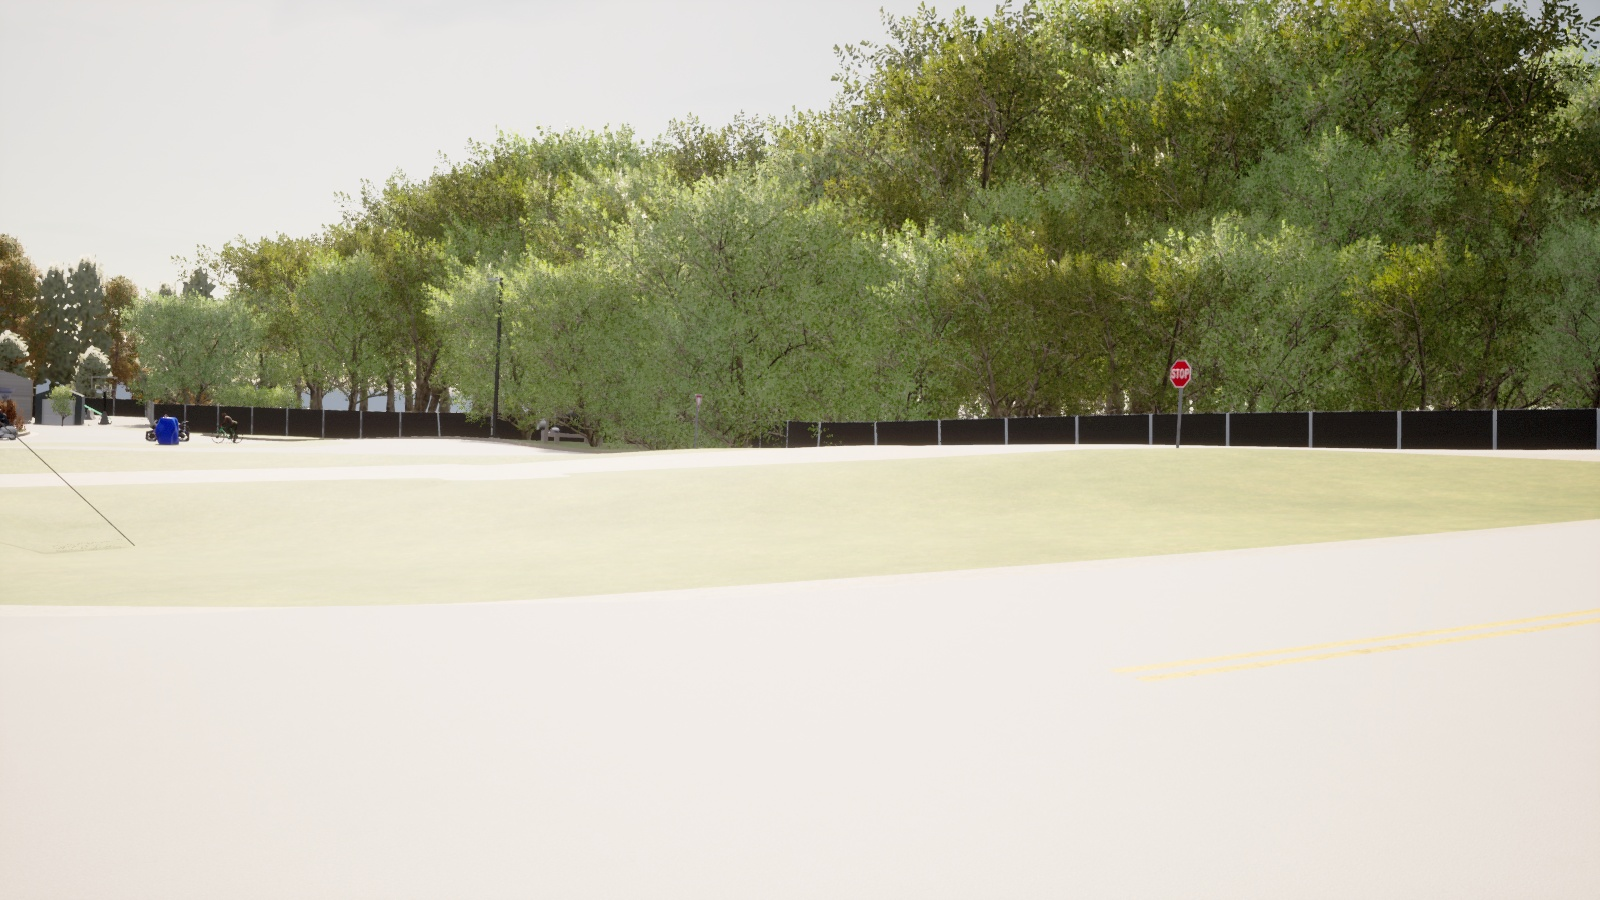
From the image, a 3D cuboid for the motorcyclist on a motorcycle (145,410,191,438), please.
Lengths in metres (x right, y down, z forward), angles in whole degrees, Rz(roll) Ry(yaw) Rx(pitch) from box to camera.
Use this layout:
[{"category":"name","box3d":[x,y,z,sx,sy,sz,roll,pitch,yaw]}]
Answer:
[{"category":"motorcyclist on a motorcycle","box3d":[-35.290,-1.451,70.136,2.191,1.530,0.866,1,2,-24]}]

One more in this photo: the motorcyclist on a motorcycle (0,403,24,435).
[{"category":"motorcyclist on a motorcycle","box3d":[-40.965,-1.611,64.333,0.866,1.590,1.817,3,1,31]}]

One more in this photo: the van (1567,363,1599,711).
[{"category":"van","box3d":[6.931,0.468,8.184,4.480,2.038,2.069,-3,4,-42]}]
